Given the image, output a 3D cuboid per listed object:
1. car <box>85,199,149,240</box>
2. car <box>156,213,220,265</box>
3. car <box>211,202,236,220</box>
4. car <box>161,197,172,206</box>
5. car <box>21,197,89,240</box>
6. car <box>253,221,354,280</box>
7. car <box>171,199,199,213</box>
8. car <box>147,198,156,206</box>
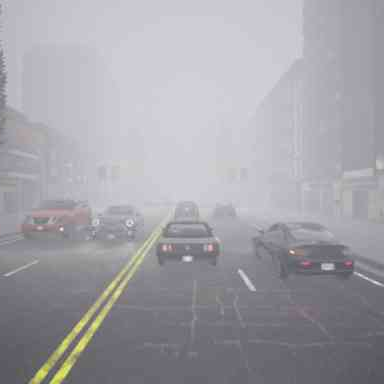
[{"bbox_3d":[-3.706,1.433,17.322,2.097,1.767,4.553,0,0,-1],"label":"car"},{"bbox_3d":[-0.162,1.663,11.900,1.895,1.301,4.718,0,0,-1],"label":"car"},{"bbox_3d":[2.771,1.648,29.814,2.128,1.511,4.902,0,0,-1],"label":"car"},{"bbox_3d":[-4.402,1.629,59.252,2.097,1.767,4.553,0,0,0],"label":"car"},{"bbox_3d":[-6.968,1.298,17.898,2.150,2.045,5.566,0,0,-1],"label":"car"},{"bbox_3d":[3.113,1.586,10.049,1.812,1.442,4.674,0,0,-1],"label":"car"},{"bbox_3d":[-0.474,1.500,29.532,2.097,1.767,4.553,0,0,-1],"label":"car"},{"bbox_3d":[-7.661,1.835,59.838,1.994,1.385,4.181,0,0,0],"label":"car"}]
